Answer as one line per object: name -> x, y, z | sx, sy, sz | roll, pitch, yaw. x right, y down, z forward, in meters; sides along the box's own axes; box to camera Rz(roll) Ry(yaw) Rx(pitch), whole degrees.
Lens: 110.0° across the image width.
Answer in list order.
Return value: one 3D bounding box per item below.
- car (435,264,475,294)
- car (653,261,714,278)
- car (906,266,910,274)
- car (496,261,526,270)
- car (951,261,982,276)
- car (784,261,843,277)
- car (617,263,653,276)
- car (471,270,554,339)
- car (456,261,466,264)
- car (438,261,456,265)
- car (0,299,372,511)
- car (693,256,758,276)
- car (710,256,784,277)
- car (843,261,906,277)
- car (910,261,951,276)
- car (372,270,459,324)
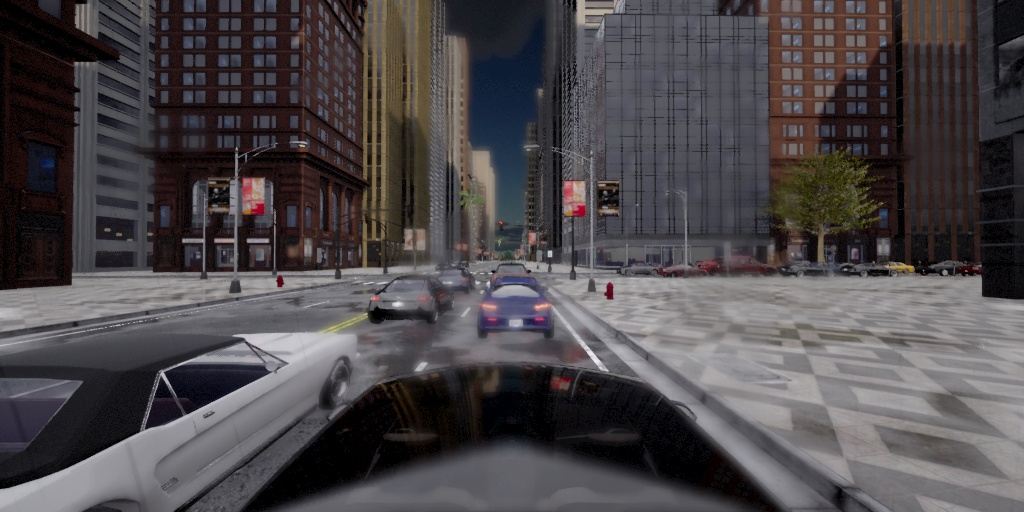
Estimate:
car -> -3.187, 1.353, 20.402 | 1.994, 1.385, 4.181 | 0, 0, 0
car -> 15.257, 1.327, 32.072 | 4.207, 1.307, 1.802 | 0, 0, -1
car -> 43.132, 1.296, 41.085 | 4.829, 1.417, 1.751 | 0, 0, -1
car -> -0.034, 1.135, 19.012 | 2.097, 1.767, 4.553 | 0, 0, 0
car -> 43.445, 1.214, 32.565 | 4.507, 1.381, 1.888 | 0, 0, -1
car -> 26.533, 1.276, 32.269 | 4.313, 1.339, 1.948 | 0, 0, -1
car -> 13.214, 1.384, 37.813 | 4.181, 1.385, 1.994 | 0, -1, -1
car -> 0.088, 1.284, 10.027 | 1.812, 1.442, 4.674 | 0, 0, 0
car -> -9.938, 1.545, 63.028 | 2.128, 1.511, 4.902 | 0, 0, 0
car -> -9.941, 1.544, 52.742 | 1.994, 1.385, 4.181 | 0, 0, 0
car -> -3.156, 1.351, 3.191 | 1.895, 1.301, 4.718 | 0, 0, 0
car -> 22.516, 1.011, 37.978 | 5.566, 2.045, 2.150 | 0, -1, -1
car -> 20.896, 1.041, 32.170 | 5.009, 1.841, 2.192 | 0, 0, -1
car -> 32.170, 1.260, 32.367 | 4.313, 1.339, 1.948 | 0, 0, -1
car -> 42.734, 1.206, 35.178 | 4.892, 1.490, 1.837 | 0, -1, -1
car -> -3.171, 1.327, 12.014 | 1.994, 1.385, 4.181 | 0, 0, 0
